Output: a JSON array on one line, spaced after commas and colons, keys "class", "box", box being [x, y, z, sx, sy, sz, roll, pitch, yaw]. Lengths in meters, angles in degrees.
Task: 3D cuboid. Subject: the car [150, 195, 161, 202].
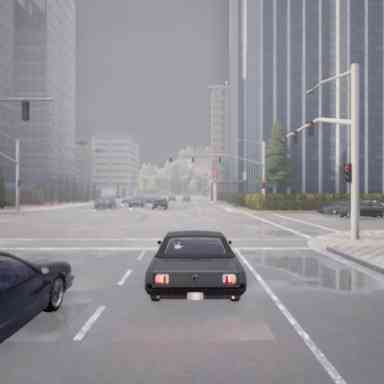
[{"class": "car", "box": [-8.242, 1.433, 75.148, 1.882, 1.535, 5.008, 0, 0, -1]}]

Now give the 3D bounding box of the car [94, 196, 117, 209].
[{"class": "car", "box": [-11.334, 1.333, 43.562, 2.097, 1.767, 4.553, 0, 0, -1]}]

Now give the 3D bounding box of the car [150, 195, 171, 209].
[{"class": "car", "box": [-4.157, 1.484, 44.609, 1.837, 1.490, 4.892, 0, 0, -1]}]

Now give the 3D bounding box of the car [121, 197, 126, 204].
[{"class": "car", "box": [-11.569, 1.498, 60.669, 1.812, 1.442, 4.674, 0, 0, 0]}]

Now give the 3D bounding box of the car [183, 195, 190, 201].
[{"class": "car", "box": [-1.395, 1.465, 85.037, 1.895, 1.301, 4.718, 0, 0, -1]}]

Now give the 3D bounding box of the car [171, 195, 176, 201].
[{"class": "car", "box": [-4.811, 1.488, 79.635, 1.812, 1.442, 4.674, 0, 0, -1]}]

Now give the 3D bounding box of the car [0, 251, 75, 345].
[{"class": "car", "box": [-3.436, 1.545, 4.634, 2.033, 1.411, 5.357, 0, 0, 0]}]

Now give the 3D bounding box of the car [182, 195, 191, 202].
[{"class": "car", "box": [-1.229, 1.498, 74.390, 2.033, 1.411, 5.357, 0, 0, -1]}]

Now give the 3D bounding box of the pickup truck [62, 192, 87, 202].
[{"class": "pickup truck", "box": [-24.773, 1.027, 69.285, 2.390, 2.098, 6.274, 0, 0, 30]}]

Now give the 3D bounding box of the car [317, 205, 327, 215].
[{"class": "car", "box": [14.151, 1.549, 31.608, 4.181, 1.385, 1.994, 0, 0, 0]}]

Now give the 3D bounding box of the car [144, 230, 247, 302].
[{"class": "car", "box": [0.066, 1.597, 8.230, 1.895, 1.301, 4.718, 0, 0, 0]}]

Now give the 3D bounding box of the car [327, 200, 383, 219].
[{"class": "car", "box": [14.460, 1.492, 28.101, 4.892, 1.490, 1.837, 0, 0, -1]}]

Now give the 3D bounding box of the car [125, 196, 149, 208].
[{"class": "car", "box": [-7.894, 1.542, 48.064, 1.994, 1.385, 4.181, 0, 0, -1]}]

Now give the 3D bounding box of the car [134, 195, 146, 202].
[{"class": "car", "box": [-11.741, 1.495, 75.093, 2.033, 1.411, 5.357, 0, 0, -1]}]
